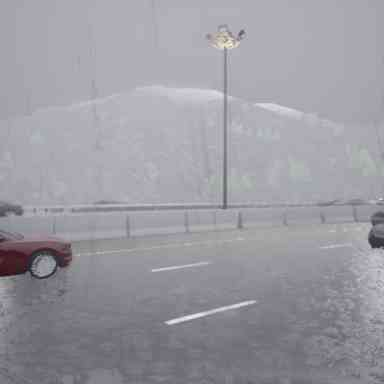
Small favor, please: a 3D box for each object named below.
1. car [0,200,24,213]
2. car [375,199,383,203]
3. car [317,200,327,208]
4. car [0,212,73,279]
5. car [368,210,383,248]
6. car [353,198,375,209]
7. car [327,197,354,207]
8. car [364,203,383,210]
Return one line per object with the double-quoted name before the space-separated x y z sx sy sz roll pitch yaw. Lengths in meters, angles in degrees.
"car" -16.265 1.404 26.635 5.008 1.535 1.882 0 0 -34
"car" 22.396 1.531 35.395 4.892 1.490 1.837 1 0 -21
"car" 19.527 1.484 45.540 5.008 1.535 1.882 0 0 -21
"car" -5.595 1.452 8.258 5.008 1.535 1.882 0 0 -35
"car" 9.051 1.574 13.350 4.181 1.385 1.994 0 0 -30
"car" 21.610 1.544 38.842 4.674 1.442 1.812 0 0 -21
"car" 19.963 1.516 41.951 4.892 1.490 1.837 0 0 -21
"car" 12.439 1.519 19.158 4.892 1.490 1.837 0 0 -28
